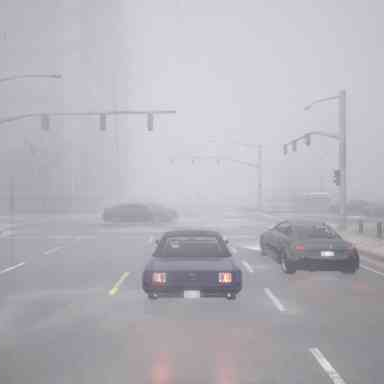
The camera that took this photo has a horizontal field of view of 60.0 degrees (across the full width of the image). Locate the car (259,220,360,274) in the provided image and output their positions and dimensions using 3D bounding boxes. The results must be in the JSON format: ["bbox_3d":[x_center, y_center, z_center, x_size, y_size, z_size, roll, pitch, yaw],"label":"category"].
[{"bbox_3d":[3.470,1.564,10.579,1.994,1.385,4.181,0,0,-1],"label":"car"}]

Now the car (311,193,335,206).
[{"bbox_3d":[24.187,1.451,60.050,3.806,1.475,1.970,0,0,0],"label":"car"}]

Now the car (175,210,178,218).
[{"bbox_3d":[-3.249,1.589,27.125,4.181,1.385,1.994,0,0,-1],"label":"car"}]

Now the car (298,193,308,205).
[{"bbox_3d":[24.097,1.209,65.628,4.605,1.855,1.932,0,0,0],"label":"car"}]

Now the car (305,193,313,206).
[{"bbox_3d":[24.167,1.419,62.945,3.905,1.438,1.784,0,0,0],"label":"car"}]

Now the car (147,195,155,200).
[{"bbox_3d":[-8.150,1.490,57.037,2.128,1.511,4.902,0,0,-1],"label":"car"}]

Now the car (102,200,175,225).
[{"bbox_3d":[-3.845,1.528,23.618,4.892,1.490,1.837,0,0,-1],"label":"car"}]

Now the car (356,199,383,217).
[{"bbox_3d":[18.098,1.619,31.053,4.181,1.385,1.994,0,0,-1],"label":"car"}]

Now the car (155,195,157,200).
[{"bbox_3d":[-8.229,1.351,67.744,2.097,1.767,4.553,0,0,-1],"label":"car"}]

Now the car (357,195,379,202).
[{"bbox_3d":[39.163,1.419,74.182,3.905,1.438,1.784,0,0,0],"label":"car"}]

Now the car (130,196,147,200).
[{"bbox_3d":[-8.025,1.505,47.685,1.837,1.490,4.892,0,0,-1],"label":"car"}]

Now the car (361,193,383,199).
[{"bbox_3d":[39.119,1.208,71.285,4.605,1.855,1.932,0,0,0],"label":"car"}]

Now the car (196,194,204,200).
[{"bbox_3d":[2.014,1.386,86.806,1.812,1.442,4.674,0,0,-1],"label":"car"}]

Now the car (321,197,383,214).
[{"bbox_3d":[16.544,1.547,34.537,4.902,1.511,2.128,0,0,-1],"label":"car"}]

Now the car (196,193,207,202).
[{"bbox_3d":[2.161,1.215,76.415,2.150,2.045,5.566,0,0,-1],"label":"car"}]

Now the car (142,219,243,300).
[{"bbox_3d":[-0.004,1.601,8.350,1.895,1.301,4.718,0,0,0],"label":"car"}]

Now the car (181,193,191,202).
[{"bbox_3d":[-1.339,1.215,76.366,2.150,2.045,5.566,0,0,-1],"label":"car"}]
